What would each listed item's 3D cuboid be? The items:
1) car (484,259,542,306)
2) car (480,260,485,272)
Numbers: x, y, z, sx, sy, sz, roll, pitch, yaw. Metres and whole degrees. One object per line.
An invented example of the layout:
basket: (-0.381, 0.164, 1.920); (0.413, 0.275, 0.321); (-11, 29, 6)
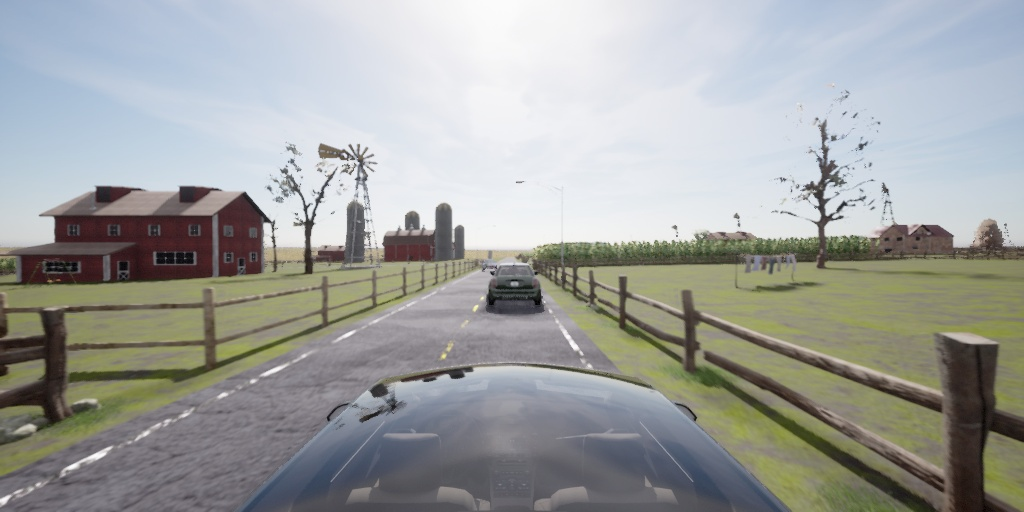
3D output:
car: (0.097, 1.070, 15.655); (2.097, 1.767, 4.553); (0, 0, 0)
car: (-2.758, 1.105, 44.311); (1.812, 1.442, 4.674); (0, 0, 0)
